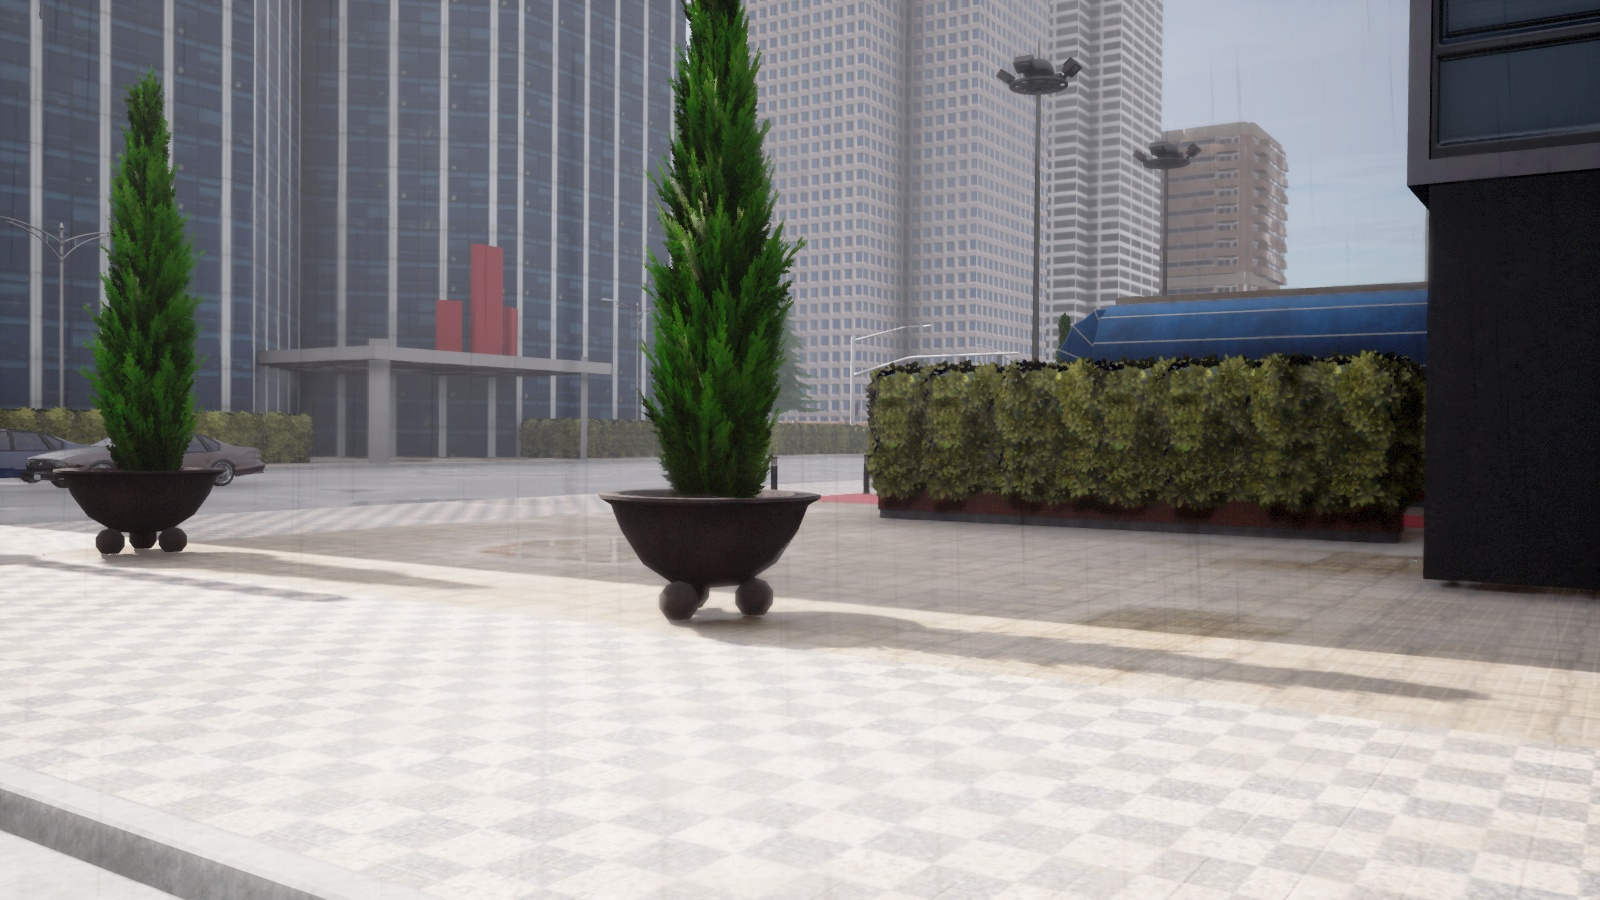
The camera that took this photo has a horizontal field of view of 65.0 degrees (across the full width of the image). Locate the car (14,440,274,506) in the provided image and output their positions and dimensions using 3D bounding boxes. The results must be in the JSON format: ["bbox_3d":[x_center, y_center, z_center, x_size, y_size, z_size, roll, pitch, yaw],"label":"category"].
[{"bbox_3d":[-15.983,0.501,30.944,2.033,1.411,5.357,0,1,33],"label":"car"}]

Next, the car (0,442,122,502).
[{"bbox_3d":[-20.038,0.535,31.129,2.033,1.411,5.357,0,1,33],"label":"car"}]
